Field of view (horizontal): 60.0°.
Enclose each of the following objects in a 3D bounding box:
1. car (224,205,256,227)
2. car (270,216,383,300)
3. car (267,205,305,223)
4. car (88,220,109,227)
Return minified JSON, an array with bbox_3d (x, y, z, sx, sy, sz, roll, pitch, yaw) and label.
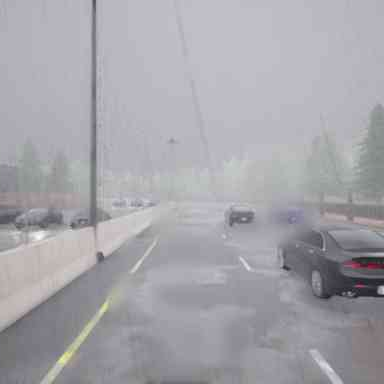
[{"bbox_3d":[3.598,1.746,25.489,1.882,1.535,5.008,0,-1,0],"label":"car"},{"bbox_3d":[3.597,1.596,8.579,1.837,1.490,4.892,0,-1,0],"label":"car"},{"bbox_3d":[7.097,1.746,25.486,1.882,1.535,5.008,0,-1,0],"label":"car"},{"bbox_3d":[-7.097,1.813,23.672,1.994,1.385,4.181,0,-1,0],"label":"car"}]
